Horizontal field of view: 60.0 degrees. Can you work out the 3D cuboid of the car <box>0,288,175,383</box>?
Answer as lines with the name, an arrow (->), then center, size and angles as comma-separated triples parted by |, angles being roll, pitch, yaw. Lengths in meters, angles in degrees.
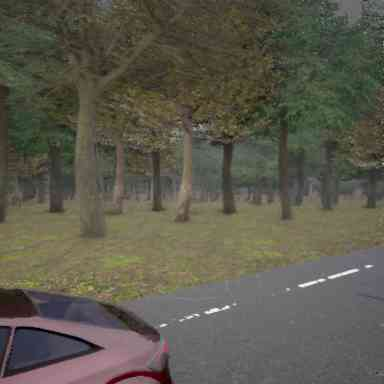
car -> -2.186, 1.570, 2.511 | 4.181, 1.385, 1.994 | 0, 0, -36
